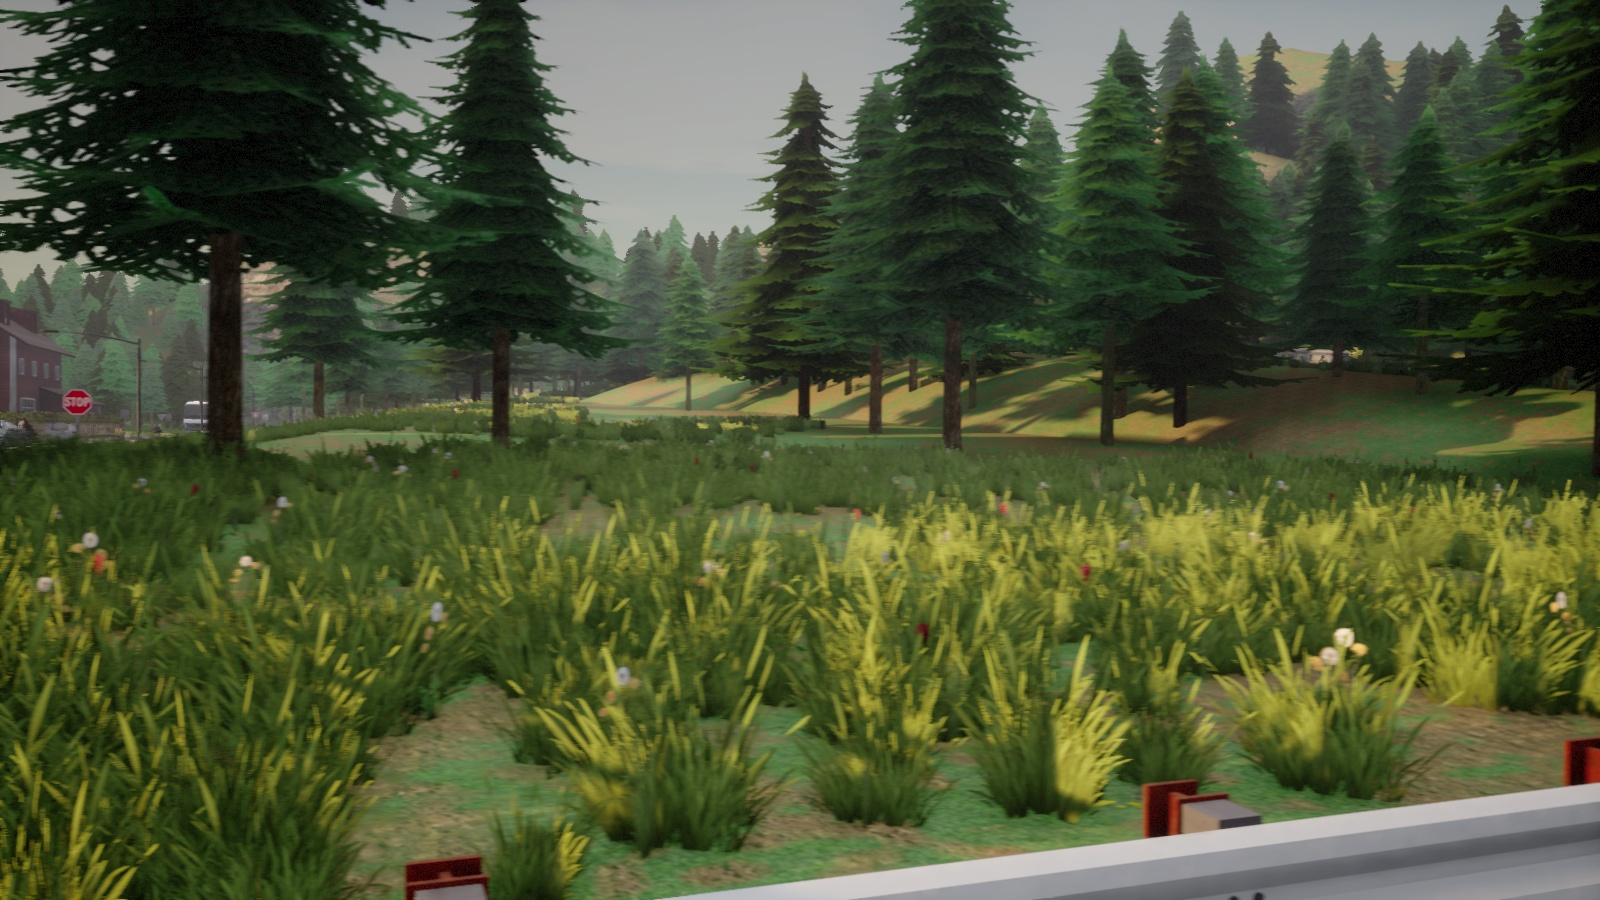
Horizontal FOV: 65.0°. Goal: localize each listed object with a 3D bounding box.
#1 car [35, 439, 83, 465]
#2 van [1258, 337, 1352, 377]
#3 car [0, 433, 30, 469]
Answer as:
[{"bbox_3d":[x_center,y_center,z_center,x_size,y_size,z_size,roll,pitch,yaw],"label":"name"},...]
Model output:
[{"bbox_3d":[-44.183,0.093,74.916,1.845,1.501,3.633,-1,1,-21],"label":"car"},{"bbox_3d":[26.845,-4.968,66.896,1.775,1.987,4.442,-2,6,-28],"label":"van"},{"bbox_3d":[-38.936,0.036,60.509,2.152,1.651,5.027,-1,1,-20],"label":"car"}]
